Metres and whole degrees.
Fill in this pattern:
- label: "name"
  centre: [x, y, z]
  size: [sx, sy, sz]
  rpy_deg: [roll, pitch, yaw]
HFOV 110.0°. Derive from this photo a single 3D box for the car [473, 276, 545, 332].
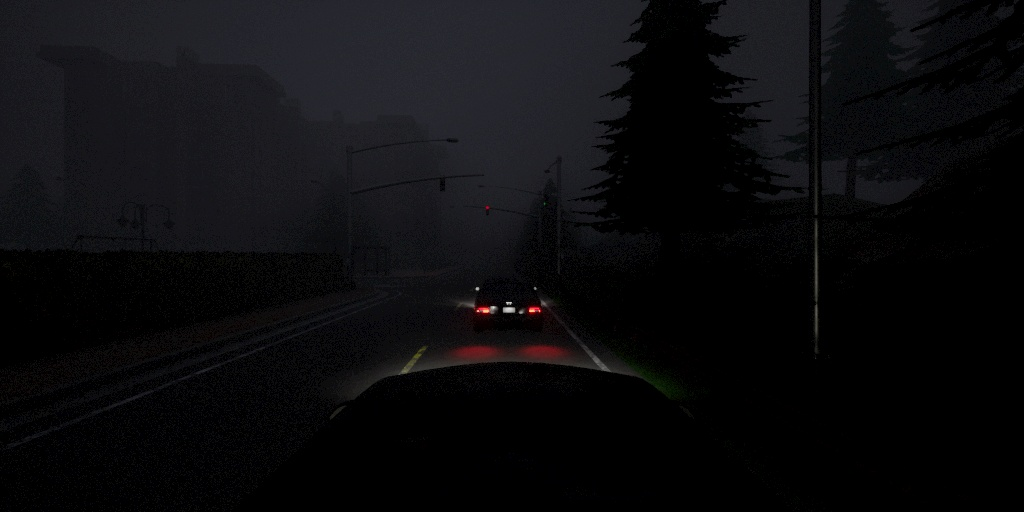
- label: "car"
  centre: [-0.158, 1.297, 10.817]
  size: [2.033, 1.411, 5.357]
  rpy_deg: [0, 0, -2]
